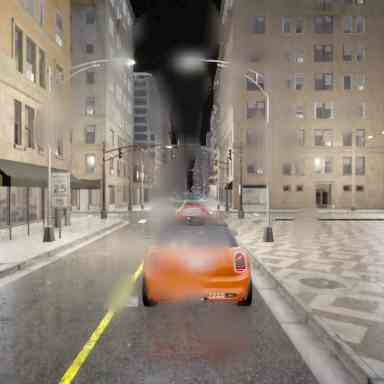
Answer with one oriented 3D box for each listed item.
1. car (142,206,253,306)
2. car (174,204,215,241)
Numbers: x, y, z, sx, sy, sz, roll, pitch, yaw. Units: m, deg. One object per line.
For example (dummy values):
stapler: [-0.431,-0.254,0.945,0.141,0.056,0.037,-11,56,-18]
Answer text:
car: [0.094,1.352,8.166,2.097,1.767,4.553,0,0,0]
car: [0.096,1.476,17.766,1.882,1.535,5.008,0,0,0]
